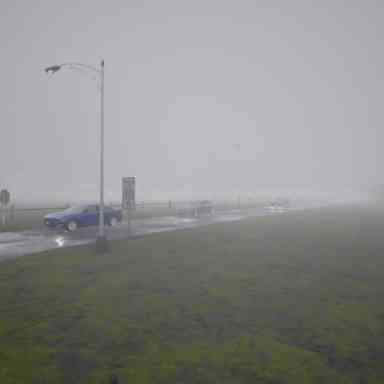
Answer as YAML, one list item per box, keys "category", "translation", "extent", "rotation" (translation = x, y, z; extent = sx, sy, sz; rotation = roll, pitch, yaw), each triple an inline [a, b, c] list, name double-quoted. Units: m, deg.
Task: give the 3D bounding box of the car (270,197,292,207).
- category: "car"
  translation: [13.412, 1.499, 49.697]
  extent: [2.033, 1.411, 5.357]
  rotation: [1, 0, 34]

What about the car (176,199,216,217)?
- category: "car"
  translation: [0.471, 1.461, 30.653]
  extent: [1.837, 1.490, 4.892]
  rotation: [1, 1, 34]

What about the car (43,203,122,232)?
- category: "car"
  translation: [-6.505, 1.446, 20.302]
  extent: [1.882, 1.535, 5.008]
  rotation: [1, 1, 34]
